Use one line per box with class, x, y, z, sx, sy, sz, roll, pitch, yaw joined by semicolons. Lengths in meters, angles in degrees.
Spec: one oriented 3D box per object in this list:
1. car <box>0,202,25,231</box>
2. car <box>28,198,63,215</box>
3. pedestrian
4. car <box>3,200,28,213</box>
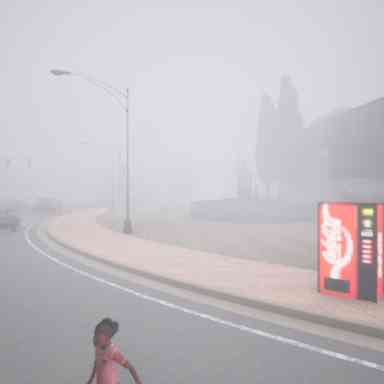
car;-11.471;1.561;20.010;1.994;1.385;4.181;0;0;-23
car;-14.759;1.349;34.287;2.097;1.767;4.553;0;0;-9
pedestrian;-0.765;1.294;3.088;0.375;1.860;0.375;0;0;39
car;-18.463;1.543;34.299;2.033;1.411;5.357;0;0;-7
